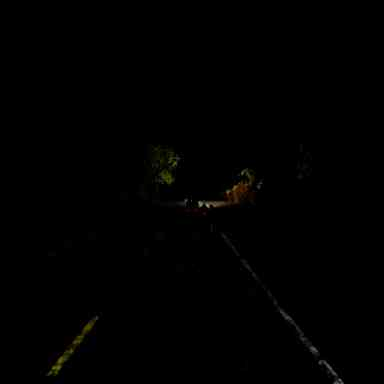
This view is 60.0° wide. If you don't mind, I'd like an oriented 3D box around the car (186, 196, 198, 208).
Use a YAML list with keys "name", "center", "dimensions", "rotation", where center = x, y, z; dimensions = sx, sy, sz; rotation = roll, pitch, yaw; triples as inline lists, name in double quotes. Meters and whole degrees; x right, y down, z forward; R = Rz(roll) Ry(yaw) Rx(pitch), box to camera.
- name: "car"
  center: [0.035, 1.874, 55.773]
  dimensions: [2.128, 1.511, 4.902]
  rotation: [0, 0, 0]

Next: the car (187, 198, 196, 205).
- name: "car"
  center: [-0.035, 2.021, 73.534]
  dimensions: [2.033, 1.411, 5.357]
  rotation: [0, 0, 1]

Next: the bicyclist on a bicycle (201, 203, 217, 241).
- name: "bicyclist on a bicycle"
  center: [0.946, 1.497, 16.570]
  dimensions: [0.659, 1.776, 1.843]
  rotation: [0, 0, 0]

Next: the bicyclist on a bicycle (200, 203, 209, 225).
- name: "bicyclist on a bicycle"
  center: [0.936, 1.641, 25.161]
  dimensions: [0.582, 1.620, 1.656]
  rotation: [0, -1, 0]
